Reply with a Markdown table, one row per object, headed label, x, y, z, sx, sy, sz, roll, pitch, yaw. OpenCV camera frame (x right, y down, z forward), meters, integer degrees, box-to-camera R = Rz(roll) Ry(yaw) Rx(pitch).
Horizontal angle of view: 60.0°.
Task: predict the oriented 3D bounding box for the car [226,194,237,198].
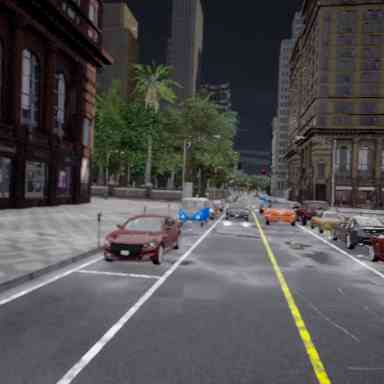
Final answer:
| label | x | y | z | sx | sy | sz | roll | pitch | yaw |
| --- | --- | --- | --- | --- | --- | --- | --- | --- | --- |
| car | 7.764 | 1.629 | 69.724 | 2.008 | 1.369 | 4.403 | 2 | 0 | 9 |

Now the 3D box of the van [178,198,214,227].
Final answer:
| label | x | y | z | sx | sy | sz | roll | pitch | yaw |
| --- | --- | --- | --- | --- | --- | --- | --- | --- | --- |
| van | 0.208 | 1.285 | 22.184 | 1.690 | 1.788 | 3.998 | 2 | 0 | 9 |

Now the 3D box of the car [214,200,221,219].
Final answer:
| label | x | y | z | sx | sy | sz | roll | pitch | yaw |
| --- | --- | --- | --- | --- | --- | --- | --- | --- | --- |
| car | 1.057 | 1.401 | 27.543 | 1.967 | 1.590 | 4.097 | 2 | 0 | 9 |

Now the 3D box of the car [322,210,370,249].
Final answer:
| label | x | y | z | sx | sy | sz | roll | pitch | yaw |
| --- | --- | --- | --- | --- | --- | --- | --- | --- | --- |
| car | 7.759 | 1.803 | 15.472 | 2.008 | 1.369 | 4.403 | 2 | 0 | 9 |

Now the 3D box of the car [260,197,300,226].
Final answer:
| label | x | y | z | sx | sy | sz | roll | pitch | yaw |
| --- | --- | --- | --- | --- | --- | --- | --- | --- | --- |
| car | 6.637 | 1.532 | 25.537 | 2.097 | 1.767 | 4.553 | 2 | 0 | 9 |

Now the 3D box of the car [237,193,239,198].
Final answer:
| label | x | y | z | sx | sy | sz | roll | pitch | yaw |
| --- | --- | --- | --- | --- | --- | --- | --- | --- | --- |
| car | 11.174 | 1.568 | 91.135 | 1.967 | 1.590 | 4.097 | 2 | 0 | 9 |

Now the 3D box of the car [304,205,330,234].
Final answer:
| label | x | y | z | sx | sy | sz | roll | pitch | yaw |
| --- | --- | --- | --- | --- | --- | --- | --- | --- | --- |
| car | 8.639 | 1.795 | 20.998 | 1.752 | 1.417 | 4.829 | 2 | 0 | 9 |

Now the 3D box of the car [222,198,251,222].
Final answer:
| label | x | y | z | sx | sy | sz | roll | pitch | yaw |
| --- | --- | --- | --- | --- | --- | --- | --- | --- | --- |
| car | 3.832 | 1.570 | 27.929 | 1.837 | 1.490 | 4.892 | 2 | 0 | 9 |

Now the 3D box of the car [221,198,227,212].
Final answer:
| label | x | y | z | sx | sy | sz | roll | pitch | yaw |
| --- | --- | --- | --- | --- | --- | --- | --- | --- | --- |
| car | 2.757 | 1.575 | 38.261 | 1.802 | 1.307 | 4.206 | 2 | 0 | 9 |

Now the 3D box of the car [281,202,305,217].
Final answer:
| label | x | y | z | sx | sy | sz | roll | pitch | yaw |
| --- | --- | --- | --- | --- | --- | --- | --- | --- | --- |
| car | 11.168 | 1.885 | 36.904 | 1.947 | 1.339 | 4.313 | 2 | 0 | 9 |

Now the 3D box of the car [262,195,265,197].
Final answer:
| label | x | y | z | sx | sy | sz | roll | pitch | yaw |
| --- | --- | --- | --- | --- | --- | --- | --- | --- | --- |
| car | 17.053 | 1.943 | 73.886 | 1.752 | 1.417 | 4.829 | 2 | 0 | 9 |

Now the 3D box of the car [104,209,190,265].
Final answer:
| label | x | y | z | sx | sy | sz | roll | pitch | yaw |
| --- | --- | --- | --- | --- | --- | --- | --- | --- | --- |
| car | -1.504 | 1.453 | 11.466 | 1.887 | 1.381 | 4.507 | 2 | 0 | 9 |

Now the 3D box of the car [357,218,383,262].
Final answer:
| label | x | y | z | sx | sy | sz | roll | pitch | yaw |
| --- | --- | --- | --- | --- | --- | --- | --- | --- | --- |
| car | 6.906 | 1.779 | 10.115 | 1.887 | 1.381 | 4.507 | 2 | 0 | 9 |

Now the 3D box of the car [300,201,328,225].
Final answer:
| label | x | y | z | sx | sy | sz | roll | pitch | yaw |
| --- | --- | --- | --- | --- | --- | --- | --- | --- | --- |
| car | 9.472 | 1.601 | 26.187 | 2.192 | 1.841 | 5.009 | 2 | 0 | 9 |
